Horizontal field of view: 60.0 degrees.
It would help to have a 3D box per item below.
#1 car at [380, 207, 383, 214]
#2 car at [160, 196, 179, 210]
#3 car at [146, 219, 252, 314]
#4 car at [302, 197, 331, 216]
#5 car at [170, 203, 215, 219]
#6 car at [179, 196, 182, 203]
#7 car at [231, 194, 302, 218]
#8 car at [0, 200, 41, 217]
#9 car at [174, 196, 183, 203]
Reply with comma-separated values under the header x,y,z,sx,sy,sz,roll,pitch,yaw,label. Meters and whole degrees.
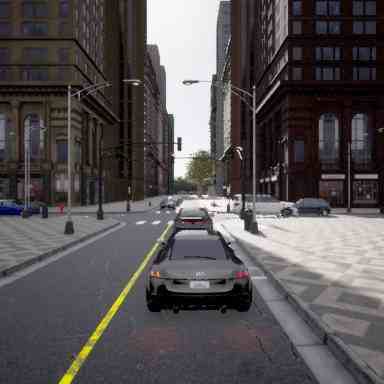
x,y,z,sx,sy,sz,roll,pitch,yaw,label
20.525,1.630,32.076,4.181,1.385,1.994,0,0,0,car
-3.083,1.547,43.089,2.033,1.411,5.357,0,0,0,car
0.110,1.564,7.724,1.994,1.385,4.181,0,0,-1,car
10.869,1.388,32.115,4.553,1.767,2.097,0,0,1,car
0.064,1.505,16.632,1.837,1.490,4.892,0,0,0,car
-3.081,1.494,52.850,2.128,1.511,4.902,0,0,0,car
6.205,1.237,28.883,5.566,2.045,2.150,0,0,0,car
-15.736,1.424,28.899,5.008,1.535,1.882,0,0,0,car
-2.986,1.549,73.497,1.812,1.442,4.674,0,0,0,car
